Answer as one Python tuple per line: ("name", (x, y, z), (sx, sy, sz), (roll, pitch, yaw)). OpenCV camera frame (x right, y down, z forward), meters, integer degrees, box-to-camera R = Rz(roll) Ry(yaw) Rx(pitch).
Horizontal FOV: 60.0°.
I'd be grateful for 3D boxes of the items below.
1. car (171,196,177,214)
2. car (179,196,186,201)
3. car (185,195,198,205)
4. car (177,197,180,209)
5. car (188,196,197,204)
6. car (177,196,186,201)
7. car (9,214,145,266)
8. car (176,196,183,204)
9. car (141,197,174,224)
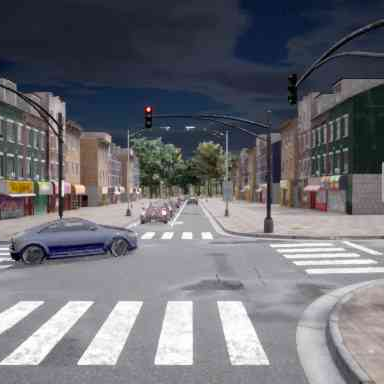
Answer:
("car", (-2.639, 1.448, 30.018), (1.967, 1.590, 4.097), (-1, 0, 0))
("car", (-2.621, 1.678, 89.800), (1.802, 1.307, 4.206), (-1, 0, 0))
("car", (0.114, 1.569, 59.348), (1.812, 1.442, 4.674), (0, 0, 0))
("car", (-2.636, 1.579, 35.452), (1.947, 1.339, 4.313), (-1, 0, 0))
("car", (0.112, 1.535, 68.463), (1.882, 1.535, 5.008), (0, 0, 0))
("car", (-2.623, 1.651, 84.365), (1.947, 1.339, 4.313), (-1, 0, 0))
("car", (-4.106, 1.607, 11.804), (4.181, 1.385, 1.994), (-1, 1, -27))
("car", (-2.634, 1.570, 46.322), (1.887, 1.381, 4.507), (-1, 0, 0))
("car", (-2.641, 1.444, 24.583), (1.967, 1.590, 4.097), (-1, 0, 0))
